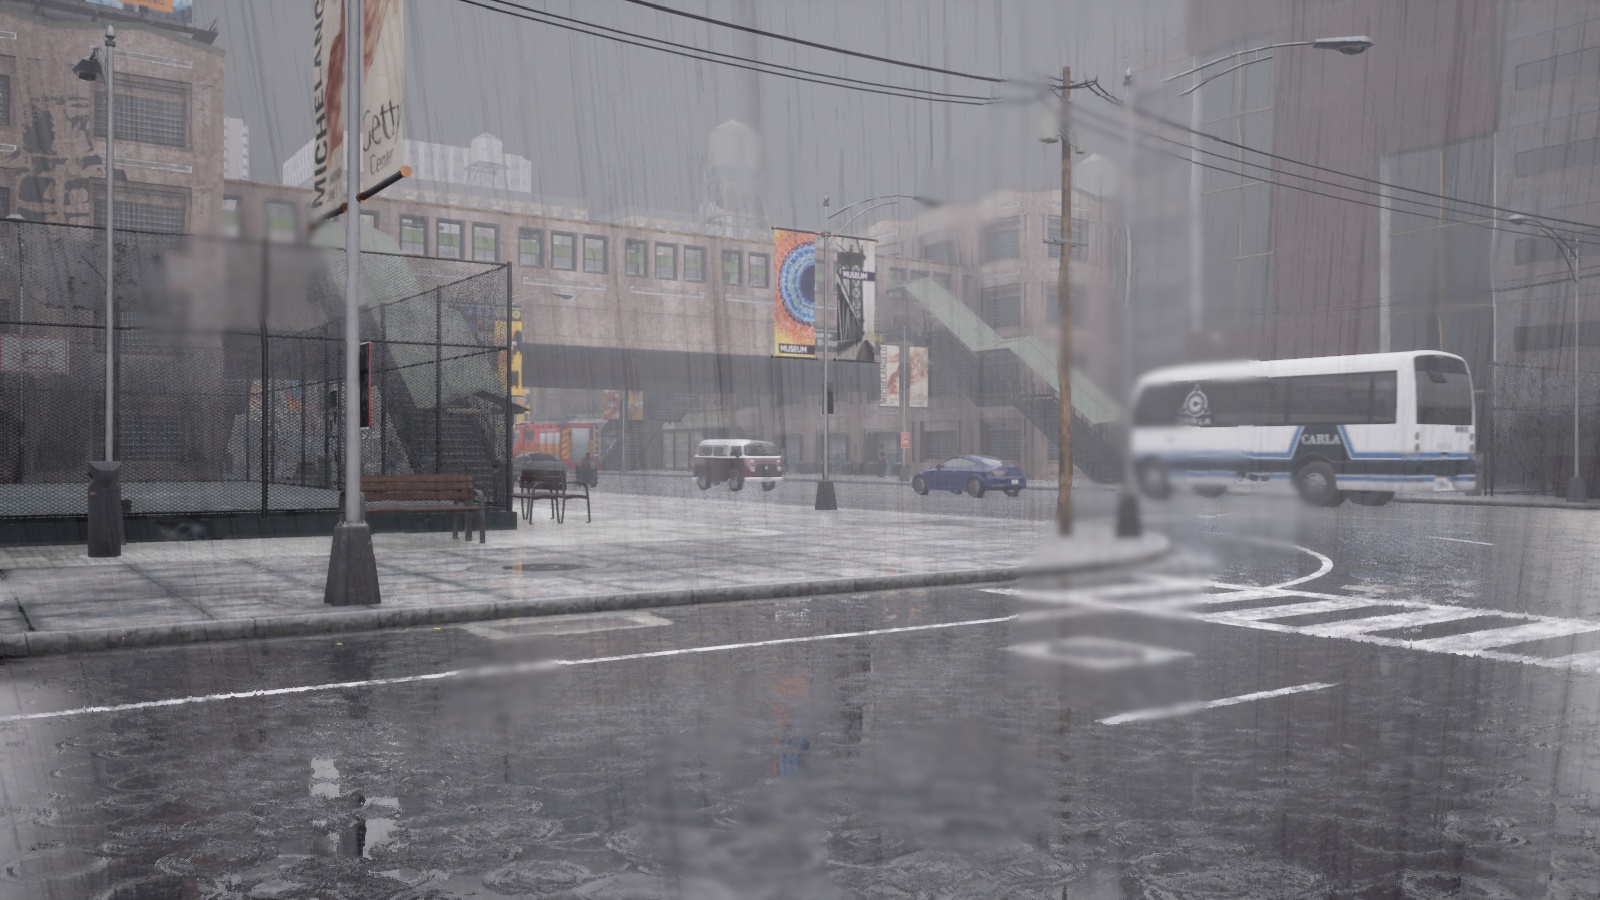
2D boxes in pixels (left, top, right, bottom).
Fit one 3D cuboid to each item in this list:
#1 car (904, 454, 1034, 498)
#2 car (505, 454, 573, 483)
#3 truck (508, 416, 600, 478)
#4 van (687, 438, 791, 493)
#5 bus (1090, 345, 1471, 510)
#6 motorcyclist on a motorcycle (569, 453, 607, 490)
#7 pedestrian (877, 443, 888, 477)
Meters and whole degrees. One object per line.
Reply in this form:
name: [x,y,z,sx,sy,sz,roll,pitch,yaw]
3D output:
car: [5.786,0.865,43.492,1.812,1.442,4.674,0,0,-34]
car: [-13.860,0.942,66.515,1.837,1.490,4.892,0,0,-34]
truck: [-16.284,-0.183,82.623,2.891,3.827,8.468,0,0,-34]
van: [-2.449,0.594,49.428,2.069,2.038,4.480,0,0,-34]
bus: [13.935,-0.569,37.684,3.944,4.253,10.273,0,0,-34]
motorcyclist on a motorcycle: [-8.916,0.875,52.750,0.797,1.523,2.044,0,0,-34]
pedestrian: [4.454,0.558,67.876,0.345,1.836,0.594,0,0,-27]
